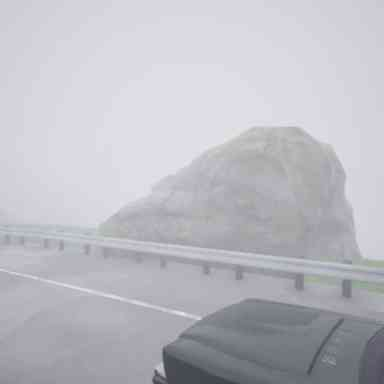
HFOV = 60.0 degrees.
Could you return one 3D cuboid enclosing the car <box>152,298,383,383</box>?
[{"bbox_3d":[1.977,1.593,2.493,4.718,1.301,1.895,0,0,35],"label":"car"}]
